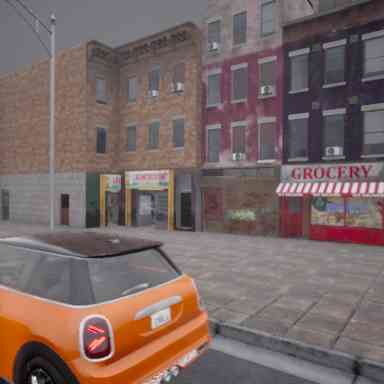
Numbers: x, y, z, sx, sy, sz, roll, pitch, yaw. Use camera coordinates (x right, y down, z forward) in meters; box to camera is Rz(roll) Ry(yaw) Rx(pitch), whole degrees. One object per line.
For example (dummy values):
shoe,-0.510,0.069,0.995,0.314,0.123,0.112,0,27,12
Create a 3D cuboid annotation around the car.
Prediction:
car,-2.055,1.351,4.746,4.553,1.767,2.097,0,0,36
